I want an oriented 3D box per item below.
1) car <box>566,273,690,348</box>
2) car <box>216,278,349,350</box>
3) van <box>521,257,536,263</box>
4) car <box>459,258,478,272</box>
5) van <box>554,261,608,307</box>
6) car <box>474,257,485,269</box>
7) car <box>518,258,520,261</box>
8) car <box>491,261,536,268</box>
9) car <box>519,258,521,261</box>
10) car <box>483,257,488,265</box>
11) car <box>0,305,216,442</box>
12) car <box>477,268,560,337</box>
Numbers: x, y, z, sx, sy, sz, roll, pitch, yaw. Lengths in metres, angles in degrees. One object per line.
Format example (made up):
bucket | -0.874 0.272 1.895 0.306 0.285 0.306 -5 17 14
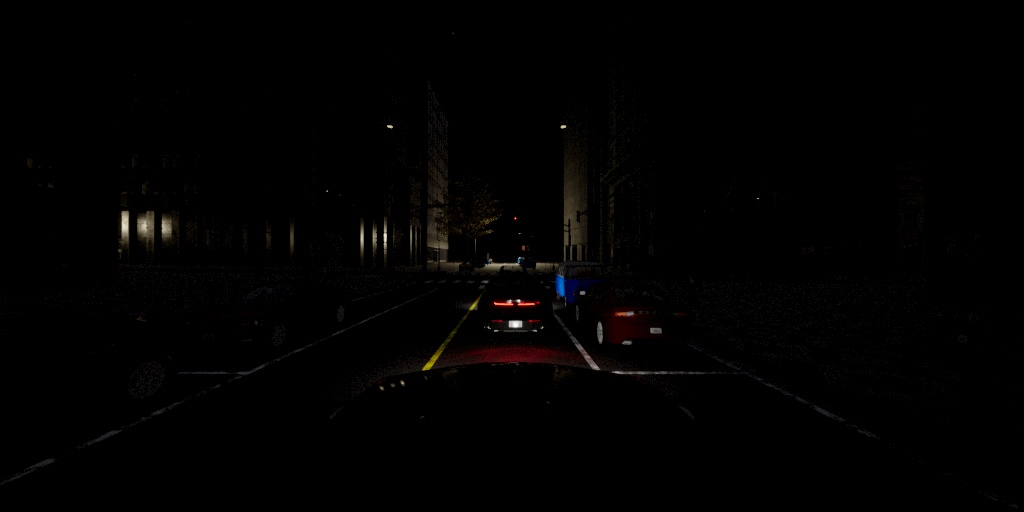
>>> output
car | 2.753 1.296 9.104 1.888 1.381 4.507 0 0 0
car | -5.802 1.296 9.094 1.888 1.381 4.507 0 0 0
van | 2.596 1.116 52.613 1.690 1.789 3.998 0 0 0
car | -5.917 1.297 47.017 1.751 1.417 4.829 0 0 0
van | 2.736 1.093 14.629 1.690 1.789 3.998 0 0 0
car | -5.946 1.326 57.767 1.888 1.381 4.507 0 0 0
car | 2.560 1.332 63.439 1.888 1.381 4.507 0 0 0
car | 0.047 1.245 19.758 2.128 1.511 4.902 0 0 -1
car | 2.578 1.347 58.026 1.948 1.339 4.313 0 0 0
car | -5.964 1.101 63.056 2.192 1.841 5.009 0 0 0
car | -5.782 1.295 3.569 1.888 1.381 4.507 0 0 0
car | 0.074 1.256 10.339 1.837 1.490 4.892 0 0 0
